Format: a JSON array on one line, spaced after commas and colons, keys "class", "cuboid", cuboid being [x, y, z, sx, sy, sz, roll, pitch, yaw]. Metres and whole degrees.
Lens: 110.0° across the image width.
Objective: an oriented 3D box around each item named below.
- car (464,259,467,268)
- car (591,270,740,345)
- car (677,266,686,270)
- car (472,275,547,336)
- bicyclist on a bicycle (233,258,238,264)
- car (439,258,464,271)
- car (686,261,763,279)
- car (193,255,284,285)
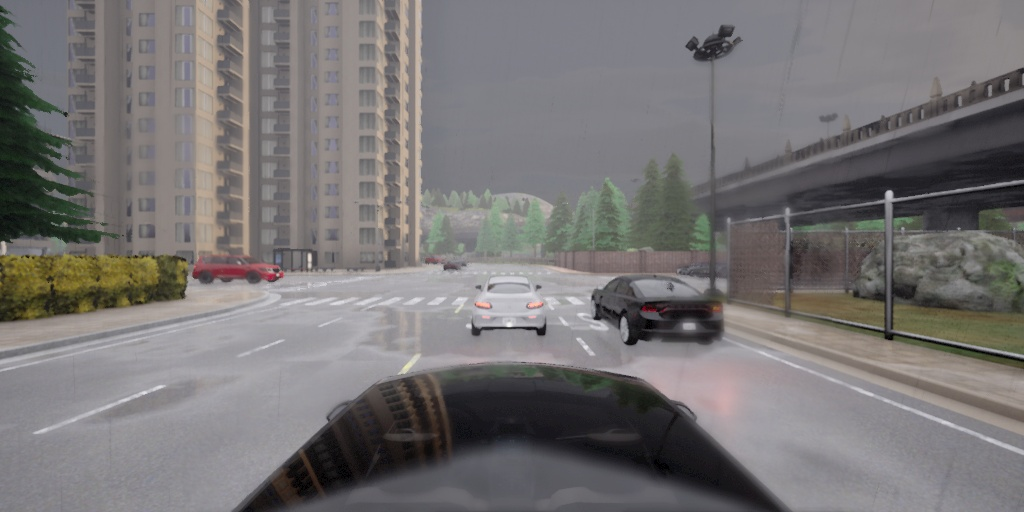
[{"class": "car", "cuboid": [-8.524, 1.202, 60.362, 2.033, 1.411, 5.357, 0, 0, -9]}, {"class": "car", "cuboid": [3.440, 1.215, 9.461, 1.882, 1.535, 5.008, 0, 0, 0]}, {"class": "car", "cuboid": [18.075, 1.245, 33.721, 4.902, 1.511, 2.128, 0, 0, -1]}, {"class": "car", "cuboid": [-0.093, 1.262, 10.233, 1.812, 1.442, 4.674, 0, 0, -1]}, {"class": "bicyclist on a bicycle", "cuboid": [-29.180, 1.048, 37.805, 0.582, 1.620, 1.656, 0, 0, -1]}, {"class": "car", "cuboid": [-7.890, 1.277, 47.401, 1.895, 1.301, 4.718, 0, 0, -1]}, {"class": "car", "cuboid": [18.095, 1.306, 30.222, 5.357, 1.411, 2.033, 0, 0, -1]}, {"class": "car", "cuboid": [-19.747, 0.982, 25.960, 5.566, 2.045, 2.150, 1, 0, -1]}]
